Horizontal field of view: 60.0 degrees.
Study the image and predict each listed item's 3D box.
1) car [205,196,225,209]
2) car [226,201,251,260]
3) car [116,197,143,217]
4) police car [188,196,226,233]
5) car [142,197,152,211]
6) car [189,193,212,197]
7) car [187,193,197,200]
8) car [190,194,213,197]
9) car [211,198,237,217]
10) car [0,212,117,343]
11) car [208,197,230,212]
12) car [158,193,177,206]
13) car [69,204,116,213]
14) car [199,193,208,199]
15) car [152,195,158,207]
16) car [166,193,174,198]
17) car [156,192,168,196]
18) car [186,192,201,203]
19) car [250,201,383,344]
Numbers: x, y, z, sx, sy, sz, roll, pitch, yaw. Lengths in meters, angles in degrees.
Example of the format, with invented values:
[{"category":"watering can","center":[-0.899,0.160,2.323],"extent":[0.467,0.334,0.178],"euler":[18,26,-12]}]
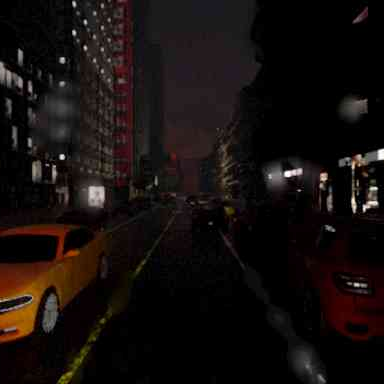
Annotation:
[{"category":"car","center":[2.709,1.237,40.235],"extent":[2.008,1.369,4.403],"euler":[1,0,0]},{"category":"car","center":[2.705,1.225,11.951],"extent":[2.192,1.841,5.009],"euler":[1,0,0]},{"category":"car","center":[-5.675,1.360,28.958],"extent":[1.802,1.307,4.206],"euler":[1,0,0]},{"category":"police car","center":[0.904,1.284,18.628],"extent":[1.930,1.638,5.238],"euler":[0,0,0]},{"category":"car","center":[-5.673,1.277,34.614],"extent":[1.887,1.381,4.507],"euler":[1,0,0]},{"category":"car","center":[0.824,1.187,34.707],"extent":[1.801,1.575,5.366],"euler":[0,0,0]},{"category":"car","center":[0.015,0.869,70.143],"extent":[1.895,1.301,4.718],"euler":[0,0,0]},{"category":"car","center":[0.906,1.235,28.709],"extent":[1.801,1.575,5.366],"euler":[0,0,0]},{"category":"car","center":[2.707,1.302,29.092],"extent":[1.752,1.417,4.829],"euler":[1,0,0]},{"category":"car","center":[-3.099,1.426,6.723],"extent":[1.882,1.535,5.008],"euler":[0,0,0]},{"category":"car","center":[2.708,1.299,34.578],"extent":[1.947,1.339,4.313],"euler":[1,0,0]},{"category":"car","center":[-3.080,1.179,46.706],"extent":[2.033,1.411,5.357],"euler":[0,0,0]},{"category":"car","center":[-5.676,1.411,17.644],"extent":[1.887,1.381,4.507],"euler":[1,0,0]},{"category":"car","center":[2.717,0.932,79.830],"extent":[1.802,1.307,4.206],"euler":[1,1,0]},{"category":"car","center":[-5.672,1.252,40.271],"extent":[1.947,1.339,4.313],"euler":[1,0,0]},{"category":"car","center":[-5.662,0.882,85.523],"extent":[1.802,1.307,4.206],"euler":[1,1,0]},{"category":"car","center":[-5.666,0.984,57.241],"extent":[1.967,1.590,4.097],"euler":[1,0,0]},{"category":"car","center":[0.012,1.040,55.112],"extent":[1.882,1.535,5.008],"euler":[0,0,0]},{"category":"car","center":[2.704,1.267,6.294],"extent":[2.192,1.841,5.009],"euler":[1,0,0]}]
